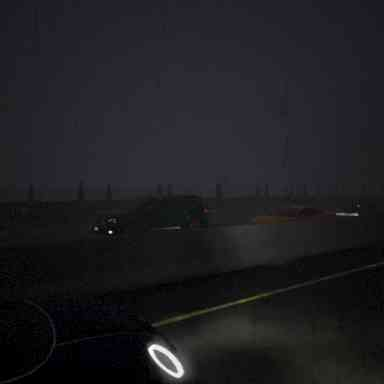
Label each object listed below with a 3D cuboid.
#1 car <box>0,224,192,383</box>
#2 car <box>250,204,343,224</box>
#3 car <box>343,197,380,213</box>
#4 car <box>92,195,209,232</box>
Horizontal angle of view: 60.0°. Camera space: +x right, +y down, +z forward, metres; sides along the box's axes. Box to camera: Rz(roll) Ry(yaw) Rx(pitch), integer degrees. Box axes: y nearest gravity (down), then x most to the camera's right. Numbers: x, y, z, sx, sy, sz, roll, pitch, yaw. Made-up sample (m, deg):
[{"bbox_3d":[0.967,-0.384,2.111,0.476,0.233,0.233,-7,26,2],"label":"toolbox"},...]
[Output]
[{"bbox_3d":[-2.184,1.357,2.203,4.553,1.767,2.097,-1,0,-36],"label":"car"},{"bbox_3d":[4.925,1.385,16.109,5.008,1.535,1.882,-1,0,-36],"label":"car"},{"bbox_3d":[16.975,1.272,33.300,4.892,1.490,1.837,-1,0,-35],"label":"car"},{"bbox_3d":[-1.778,1.170,15.625,5.566,2.045,2.150,0,0,-36],"label":"car"}]
